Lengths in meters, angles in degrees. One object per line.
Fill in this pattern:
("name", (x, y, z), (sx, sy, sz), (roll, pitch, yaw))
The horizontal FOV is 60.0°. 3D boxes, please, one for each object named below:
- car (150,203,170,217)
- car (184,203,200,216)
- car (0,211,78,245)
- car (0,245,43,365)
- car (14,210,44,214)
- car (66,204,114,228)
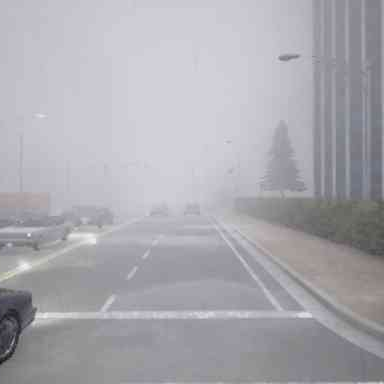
("car", (-3.497, 1.931, 36.574), (2.033, 1.411, 5.357), (0, -1, 0))
("car", (0.009, 1.939, 37.566), (2.033, 1.411, 5.357), (0, -1, 0))
("car", (-7.098, 1.776, 15.160), (1.895, 1.301, 4.718), (0, -1, 0))
("car", (-3.398, 1.586, 2.867), (2.033, 1.411, 5.357), (0, -1, 0))
("car", (-10.590, 1.840, 21.452), (1.895, 1.301, 4.718), (0, -1, 0))
("car", (-7.083, 1.759, 24.490), (2.128, 1.511, 4.902), (0, -1, 0))
